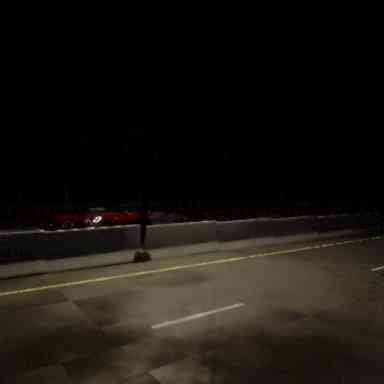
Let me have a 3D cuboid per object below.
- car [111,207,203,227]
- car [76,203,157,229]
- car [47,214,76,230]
[{"bbox_3d":[-1.383,1.613,15.899,4.181,1.385,1.994,0,0,-35],"label":"car"},{"bbox_3d":[-3.710,1.399,18.538,4.553,1.767,2.097,0,0,-35],"label":"car"},{"bbox_3d":[-6.463,1.642,20.875,4.718,1.301,1.895,0,0,-35],"label":"car"}]
